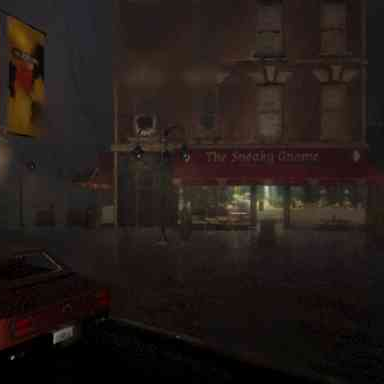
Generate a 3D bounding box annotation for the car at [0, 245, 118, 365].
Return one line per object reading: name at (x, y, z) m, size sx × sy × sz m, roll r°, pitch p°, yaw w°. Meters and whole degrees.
car at (-3.565, 1.591, 5.579) m, size 4.718 × 1.301 × 1.895 m, roll 0°, pitch 0°, yaw 32°
